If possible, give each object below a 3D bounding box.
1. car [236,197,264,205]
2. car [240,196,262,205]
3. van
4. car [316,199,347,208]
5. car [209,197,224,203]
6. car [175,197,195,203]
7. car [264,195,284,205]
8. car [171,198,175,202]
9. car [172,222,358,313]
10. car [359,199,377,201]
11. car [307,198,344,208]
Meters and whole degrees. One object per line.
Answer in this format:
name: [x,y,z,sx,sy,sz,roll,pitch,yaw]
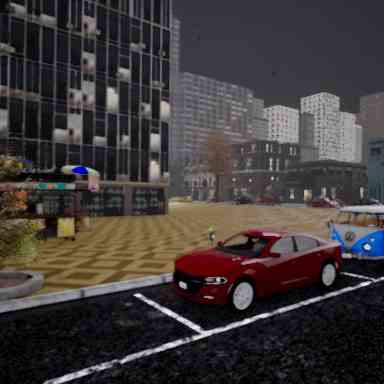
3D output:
car: [10.062,1.654,60.224,1.837,1.490,4.892,1,-1,-34]
car: [11.968,1.694,67.648,1.967,1.590,4.097,1,-1,-35]
van: [6.259,1.339,10.970,3.998,1.788,1.690,0,1,-35]
car: [22.163,1.753,53.073,1.802,1.307,4.206,1,-1,-35]
car: [5.603,1.746,76.742,1.967,1.590,4.097,1,-1,-35]
car: [-1.187,1.715,71.827,1.752,1.417,4.829,1,-1,-35]
car: [15.158,1.543,63.105,2.192,1.841,5.009,1,-1,-35]
car: [-3.979,1.912,90.568,1.752,1.417,4.829,1,-1,-35]
car: [1.662,1.544,7.693,4.507,1.381,1.887,0,1,-36]
car: [25.285,1.712,48.570,1.947,1.339,4.313,1,-1,-35]
car: [17.583,1.472,44.520,1.967,1.590,4.097,1,-1,-35]
